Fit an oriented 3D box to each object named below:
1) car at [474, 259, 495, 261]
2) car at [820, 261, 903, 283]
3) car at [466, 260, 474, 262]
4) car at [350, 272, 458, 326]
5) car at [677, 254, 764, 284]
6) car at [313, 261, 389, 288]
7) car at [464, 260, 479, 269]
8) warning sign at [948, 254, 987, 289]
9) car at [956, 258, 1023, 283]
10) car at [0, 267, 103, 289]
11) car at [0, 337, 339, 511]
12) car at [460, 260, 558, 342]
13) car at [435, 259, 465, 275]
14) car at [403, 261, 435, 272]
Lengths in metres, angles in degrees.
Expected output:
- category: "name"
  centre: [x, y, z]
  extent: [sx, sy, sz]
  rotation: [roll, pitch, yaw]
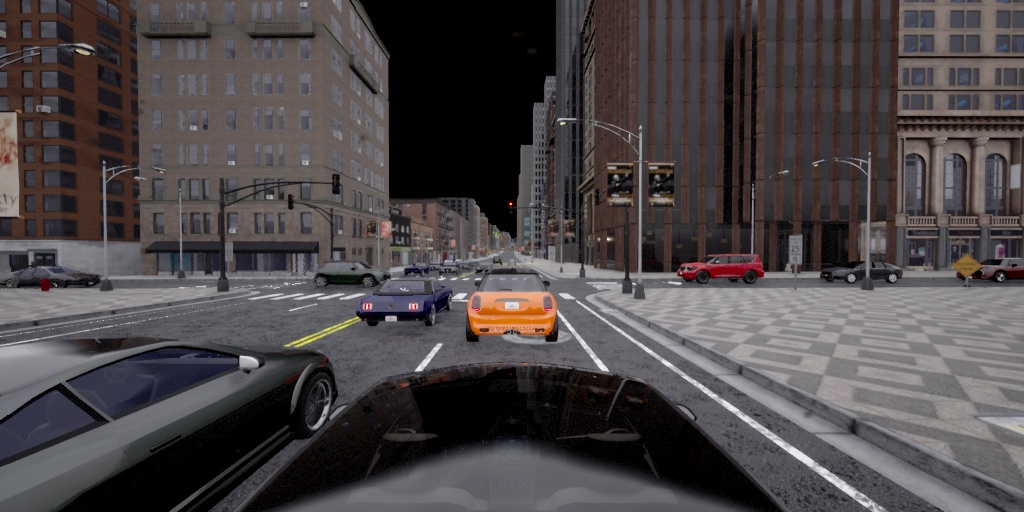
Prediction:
- category: "car"
  centre: [-3.118, 1.371, 42.001]
  extent: [1.895, 1.301, 4.718]
  rotation: [0, 0, -1]
- category: "car"
  centre: [24.895, 1.119, 25.641]
  extent: [4.892, 1.490, 1.837]
  rotation: [0, 1, 0]
- category: "car"
  centre: [-6.600, 1.339, 48.781]
  extent: [1.994, 1.385, 4.181]
  rotation: [0, 0, 0]
- category: "car"
  centre: [-3.149, 1.351, 11.585]
  extent: [1.895, 1.301, 4.718]
  rotation: [0, 0, 0]
- category: "car"
  centre: [14.839, 0.876, 25.604]
  extent: [5.566, 2.045, 2.150]
  rotation: [0, 1, 0]
- category: "car"
  centre: [-10.235, 1.104, 23.250]
  extent: [4.553, 1.767, 2.097]
  rotation: [0, 0, 3]
- category: "car"
  centre: [-6.582, 1.344, 58.801]
  extent: [1.994, 1.385, 4.181]
  rotation: [0, 0, 0]
- category: "warning sign"
  centre: [25.178, 0.827, 19.839]
  extent: [1.060, 1.860, 1.300]
  rotation: [0, 0, 0]
- category: "car"
  centre: [35.013, 0.926, 25.671]
  extent: [4.553, 1.767, 2.097]
  rotation: [0, 1, 0]
- category: "car"
  centre: [-30.388, 1.418, 23.635]
  extent: [5.357, 1.411, 2.033]
  rotation: [0, 1, 0]
- category: "car"
  centre: [-3.158, 1.314, 2.766]
  extent: [1.994, 1.385, 4.181]
  rotation: [0, 0, 1]
- category: "car"
  centre: [0.010, 1.101, 9.934]
  extent: [2.097, 1.767, 4.553]
  rotation: [0, 0, 0]
- category: "car"
  centre: [-6.600, 1.331, 38.822]
  extent: [1.994, 1.385, 4.181]
  rotation: [0, 0, 0]
- category: "car"
  centre: [-9.851, 1.367, 37.615]
  extent: [1.895, 1.301, 4.718]
  rotation: [0, 0, 0]
